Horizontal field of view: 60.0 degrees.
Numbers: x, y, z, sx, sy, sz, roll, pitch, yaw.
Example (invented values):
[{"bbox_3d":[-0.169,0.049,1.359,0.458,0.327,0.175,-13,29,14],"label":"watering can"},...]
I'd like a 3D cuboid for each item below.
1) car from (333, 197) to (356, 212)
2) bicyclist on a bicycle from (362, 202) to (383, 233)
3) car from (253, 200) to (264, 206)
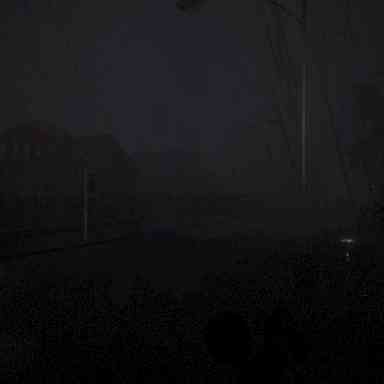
[{"bbox_3d":[17.989,1.351,39.148,2.097,1.767,4.553,0,0,32],"label":"car"},{"bbox_3d":[9.638,1.349,17.023,1.656,1.620,0.582,0,0,31],"label":"bicyclist on a bicycle"},{"bbox_3d":[7.350,1.353,46.532,5.357,1.415,2.033,0,0,34],"label":"car"}]
